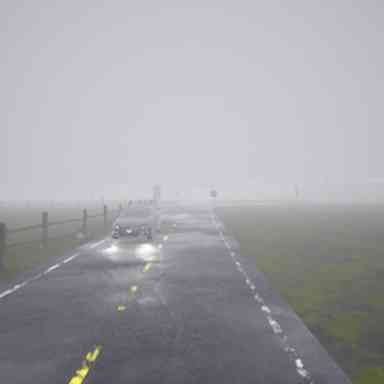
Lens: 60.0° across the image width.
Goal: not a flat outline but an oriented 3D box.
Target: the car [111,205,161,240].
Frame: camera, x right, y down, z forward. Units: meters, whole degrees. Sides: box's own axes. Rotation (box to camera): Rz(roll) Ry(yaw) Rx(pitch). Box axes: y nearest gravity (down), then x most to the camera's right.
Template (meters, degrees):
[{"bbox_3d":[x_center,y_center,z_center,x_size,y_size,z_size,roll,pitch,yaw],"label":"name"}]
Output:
[{"bbox_3d":[-2.698,1.465,16.882,1.837,1.490,4.892,0,0,1],"label":"car"}]
